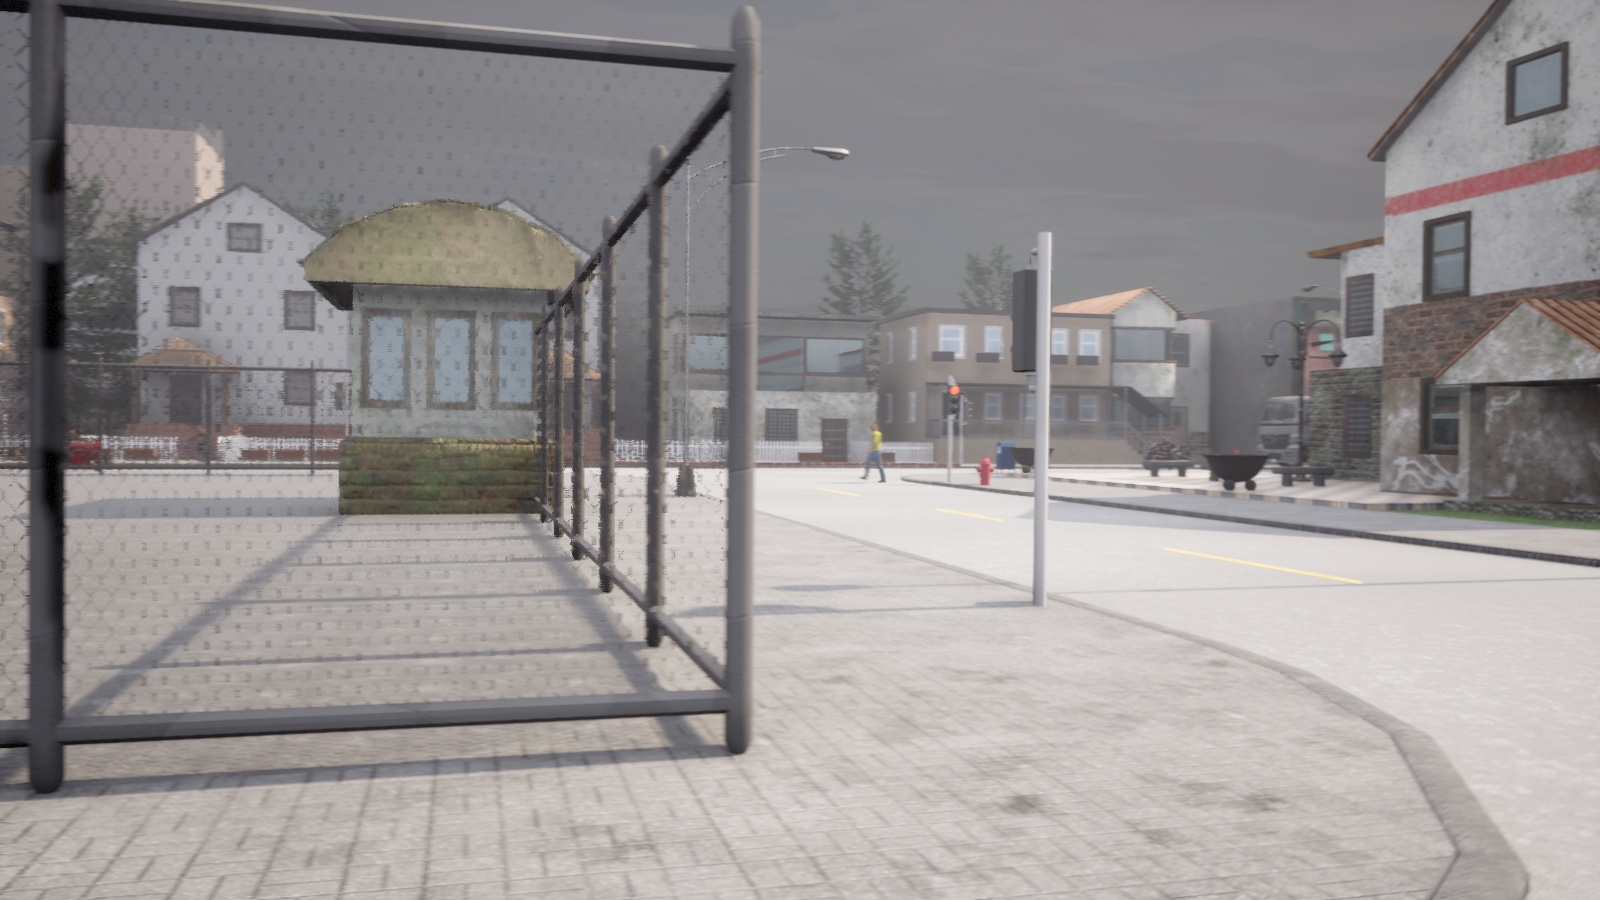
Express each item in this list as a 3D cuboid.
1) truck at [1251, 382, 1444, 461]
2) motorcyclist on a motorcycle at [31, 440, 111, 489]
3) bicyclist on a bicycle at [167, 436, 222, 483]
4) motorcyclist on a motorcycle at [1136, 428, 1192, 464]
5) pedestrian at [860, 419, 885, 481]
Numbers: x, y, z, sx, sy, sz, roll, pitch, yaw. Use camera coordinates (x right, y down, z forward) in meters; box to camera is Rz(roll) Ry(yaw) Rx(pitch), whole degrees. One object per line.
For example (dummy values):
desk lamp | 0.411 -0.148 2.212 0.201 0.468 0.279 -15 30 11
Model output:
truck | 24.869 -1.317 57.072 7.936 3.462 2.891 -1 1 -15
motorcyclist on a motorcycle | -23.279 0.441 40.140 2.044 1.523 0.797 -1 1 -15
bicyclist on a bicycle | -21.549 0.324 44.735 1.656 1.620 0.582 -1 1 -15
motorcyclist on a motorcycle | 15.847 -0.163 54.686 2.191 1.530 0.866 -1 1 -15
pedestrian | 2.180 0.000 37.752 0.706 1.836 0.354 -1 1 4
